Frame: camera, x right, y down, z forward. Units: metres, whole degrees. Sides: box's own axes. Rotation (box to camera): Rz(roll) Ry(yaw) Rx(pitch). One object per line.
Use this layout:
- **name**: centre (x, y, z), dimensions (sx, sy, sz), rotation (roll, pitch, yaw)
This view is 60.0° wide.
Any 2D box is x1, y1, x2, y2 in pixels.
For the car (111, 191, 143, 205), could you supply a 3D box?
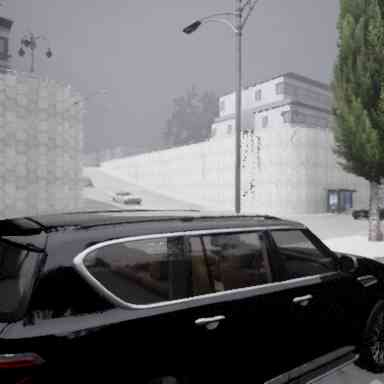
- **car**: centre (-7.255, 0.628, 36.841), dimensions (1.895, 1.301, 4.718), rotation (2, 3, -35)

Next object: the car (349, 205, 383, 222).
- **car**: centre (16.245, 1.831, 29.704), dimensions (4.718, 1.301, 1.895), rotation (1, 0, -35)

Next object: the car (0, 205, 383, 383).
- **car**: centre (0.385, 1.241, 4.021), dimensions (5.566, 2.045, 2.150), rotation (1, 0, -35)

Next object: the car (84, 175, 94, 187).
- **car**: centre (-16.063, -1.723, 49.263), dimensions (1.812, 1.442, 4.674), rotation (1, 11, -35)
